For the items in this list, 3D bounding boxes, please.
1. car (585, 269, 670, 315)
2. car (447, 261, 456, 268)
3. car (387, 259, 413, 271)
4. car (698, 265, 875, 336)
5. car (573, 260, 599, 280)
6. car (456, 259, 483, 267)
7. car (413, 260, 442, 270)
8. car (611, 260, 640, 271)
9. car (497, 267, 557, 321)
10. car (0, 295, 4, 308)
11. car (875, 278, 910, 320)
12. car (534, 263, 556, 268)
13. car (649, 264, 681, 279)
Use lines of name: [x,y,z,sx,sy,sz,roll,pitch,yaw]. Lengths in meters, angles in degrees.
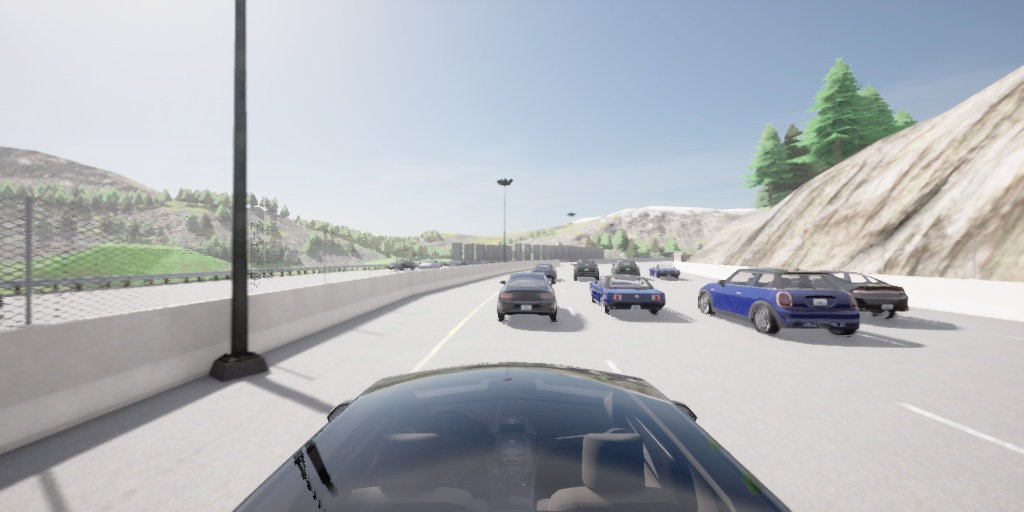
car: [4.150,1.361,13.717,1.895,1.301,4.718,0,0,4]
car: [-7.367,1.230,50.236,2.128,1.511,4.902,0,0,15]
car: [-14.994,1.212,48.785,2.128,1.511,4.902,0,0,15]
car: [7.468,1.120,10.680,2.097,1.767,4.553,0,0,3]
car: [6.423,1.119,31.195,2.097,1.767,4.553,0,0,10]
car: [-5.000,1.343,45.593,1.895,1.301,4.718,0,0,14]
car: [-11.246,1.254,49.333,1.812,1.442,4.674,0,0,15]
car: [10.231,1.128,32.506,2.097,1.767,4.553,0,0,11]
car: [0.547,1.278,12.337,1.812,1.442,4.674,0,0,4]
car: [-13.923,1.196,6.587,1.882,1.535,5.008,0,0,2]
car: [11.121,1.268,12.863,2.128,1.511,4.902,0,0,4]
car: [2.805,1.323,30.847,1.994,1.385,4.181,0,0,10]
car: [13.808,1.385,32.754,1.895,1.301,4.718,0,0,11]
